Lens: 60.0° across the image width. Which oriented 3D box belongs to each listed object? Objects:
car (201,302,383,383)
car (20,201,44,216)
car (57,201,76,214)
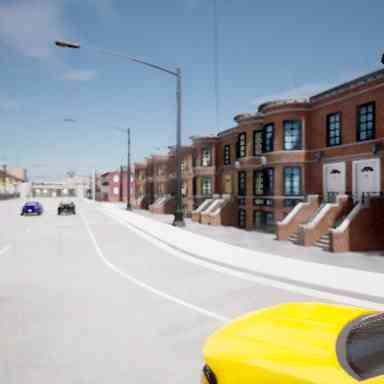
[{"bbox_3d":[2.354,1.497,2.230,5.008,1.535,1.882,0,0,36],"label":"car"},{"bbox_3d":[-17.439,1.757,36.359,1.812,1.442,4.674,0,-1,-20],"label":"car"},{"bbox_3d":[-14.438,1.737,38.317,2.128,1.511,4.902,0,-1,-19],"label":"car"}]
